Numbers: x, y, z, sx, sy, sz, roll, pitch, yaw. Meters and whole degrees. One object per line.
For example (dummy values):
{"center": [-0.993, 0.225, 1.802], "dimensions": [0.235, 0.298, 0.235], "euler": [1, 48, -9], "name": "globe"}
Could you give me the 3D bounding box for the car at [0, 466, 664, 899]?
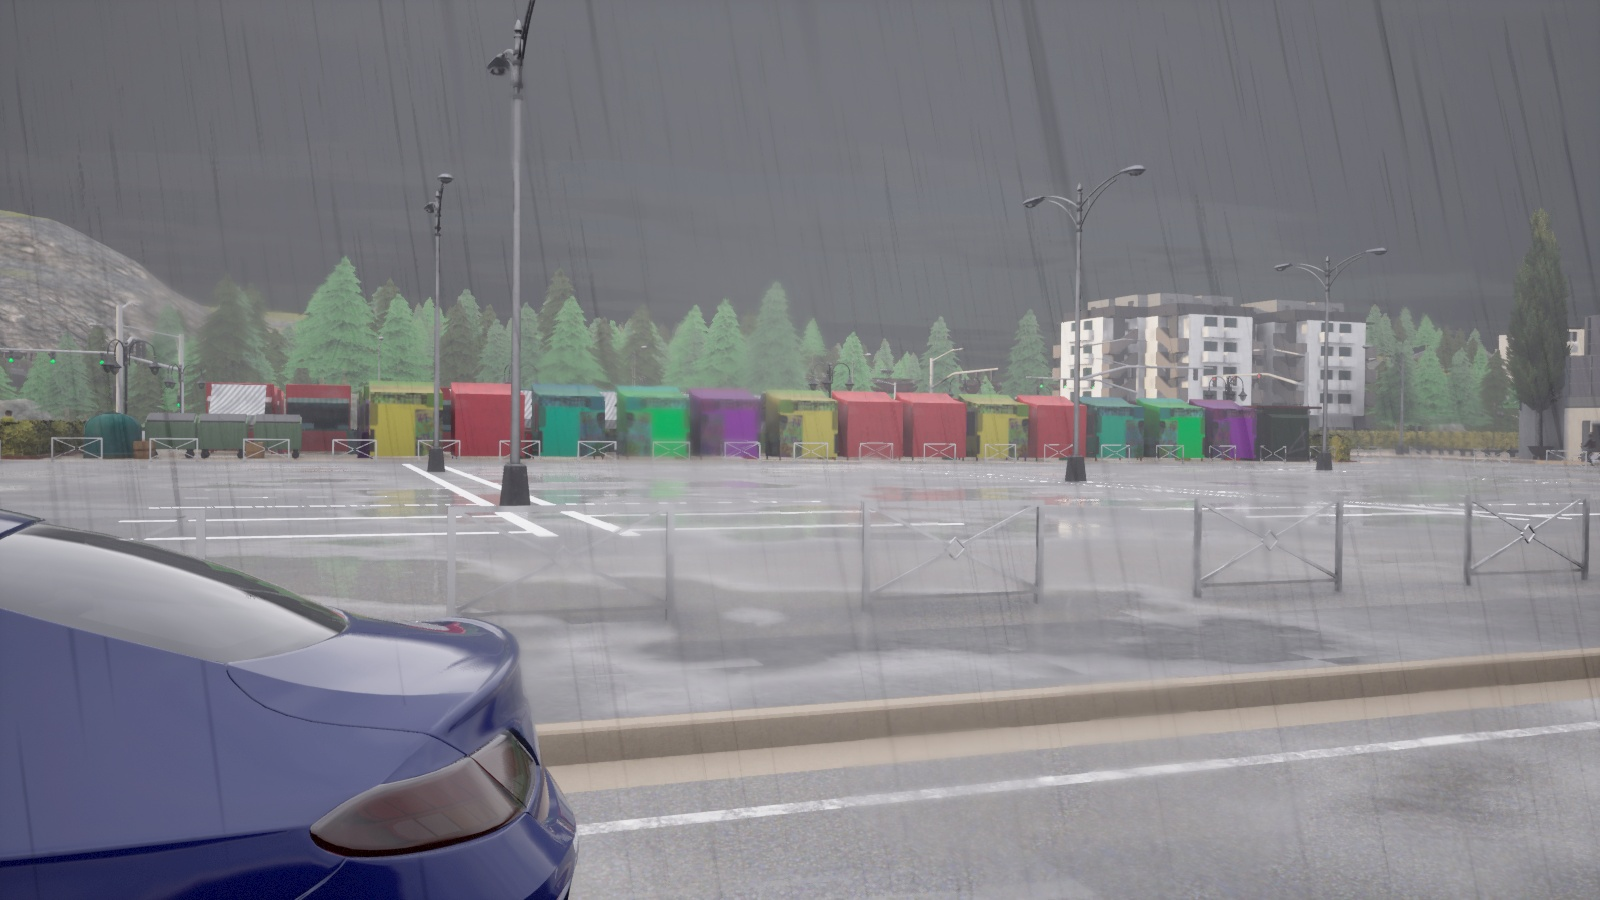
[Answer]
{"center": [-2.743, 0.818, 2.198], "dimensions": [4.674, 1.442, 1.812], "euler": [-1, 1, -21], "name": "car"}
